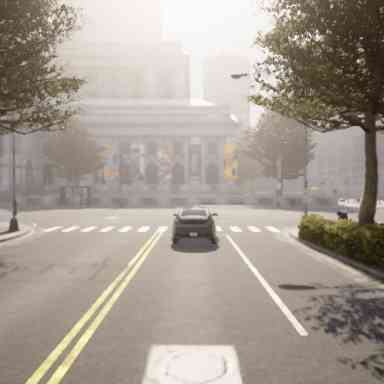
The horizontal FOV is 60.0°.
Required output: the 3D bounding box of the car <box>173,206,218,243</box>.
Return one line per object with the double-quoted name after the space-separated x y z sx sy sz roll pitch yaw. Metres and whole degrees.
0.156 1.434 15.737 1.837 1.490 4.892 -1 0 2 "car"
